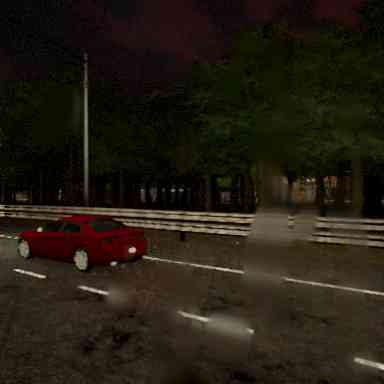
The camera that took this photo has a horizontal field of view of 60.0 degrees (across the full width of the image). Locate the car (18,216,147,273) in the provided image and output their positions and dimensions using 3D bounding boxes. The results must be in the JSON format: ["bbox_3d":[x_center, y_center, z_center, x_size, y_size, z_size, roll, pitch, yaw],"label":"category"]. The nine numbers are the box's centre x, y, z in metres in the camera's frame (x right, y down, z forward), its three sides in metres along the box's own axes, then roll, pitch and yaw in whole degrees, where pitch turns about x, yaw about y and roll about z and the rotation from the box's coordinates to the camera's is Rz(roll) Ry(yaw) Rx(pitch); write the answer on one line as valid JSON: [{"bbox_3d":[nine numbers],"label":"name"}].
[{"bbox_3d":[-3.694,1.509,10.812,5.008,1.535,1.882,-1,0,36],"label":"car"}]
